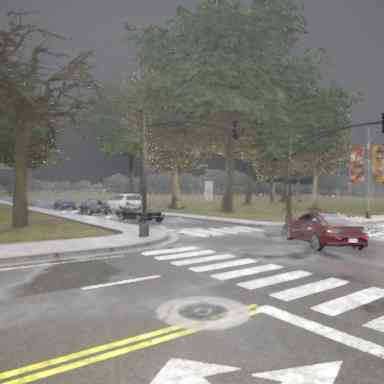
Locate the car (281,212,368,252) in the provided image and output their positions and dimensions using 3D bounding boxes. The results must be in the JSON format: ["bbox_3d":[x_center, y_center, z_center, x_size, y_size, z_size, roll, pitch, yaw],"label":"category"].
[{"bbox_3d":[5.426,1.549,14.029,1.812,1.442,4.674,1,0,-7],"label":"car"}]

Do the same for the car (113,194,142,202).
[{"bbox_3d":[-6.986,1.218,34.141,2.150,2.045,5.566,0,0,-36],"label":"car"}]

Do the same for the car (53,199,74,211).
[{"bbox_3d":[-15.933,1.525,41.631,2.033,1.411,5.357,0,0,-36],"label":"car"}]

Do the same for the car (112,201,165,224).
[{"bbox_3d":[-3.897,1.599,24.714,1.895,1.301,4.718,0,0,-36],"label":"car"}]

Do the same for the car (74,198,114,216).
[{"bbox_3d":[-9.807,1.491,33.012,1.837,1.490,4.892,0,0,-36],"label":"car"}]
